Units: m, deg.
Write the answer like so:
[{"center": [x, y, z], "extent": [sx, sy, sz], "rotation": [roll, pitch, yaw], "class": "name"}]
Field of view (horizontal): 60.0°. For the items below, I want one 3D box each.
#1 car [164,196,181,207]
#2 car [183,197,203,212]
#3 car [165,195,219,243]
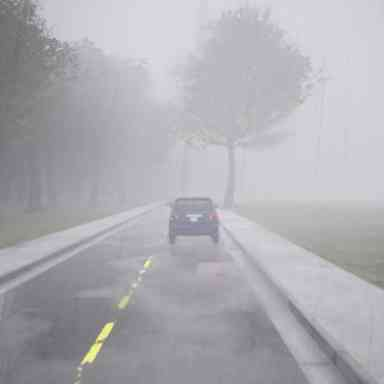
[{"center": [-2.745, 1.365, 47.830], "extent": [2.033, 1.411, 5.357], "rotation": [0, 0, 0], "class": "car"}, {"center": [0.099, 1.349, 36.892], "extent": [2.128, 1.511, 4.902], "rotation": [0, 0, 0], "class": "car"}, {"center": [0.087, 1.162, 15.937], "extent": [2.150, 2.045, 5.566], "rotation": [0, 1, 0], "class": "car"}]
